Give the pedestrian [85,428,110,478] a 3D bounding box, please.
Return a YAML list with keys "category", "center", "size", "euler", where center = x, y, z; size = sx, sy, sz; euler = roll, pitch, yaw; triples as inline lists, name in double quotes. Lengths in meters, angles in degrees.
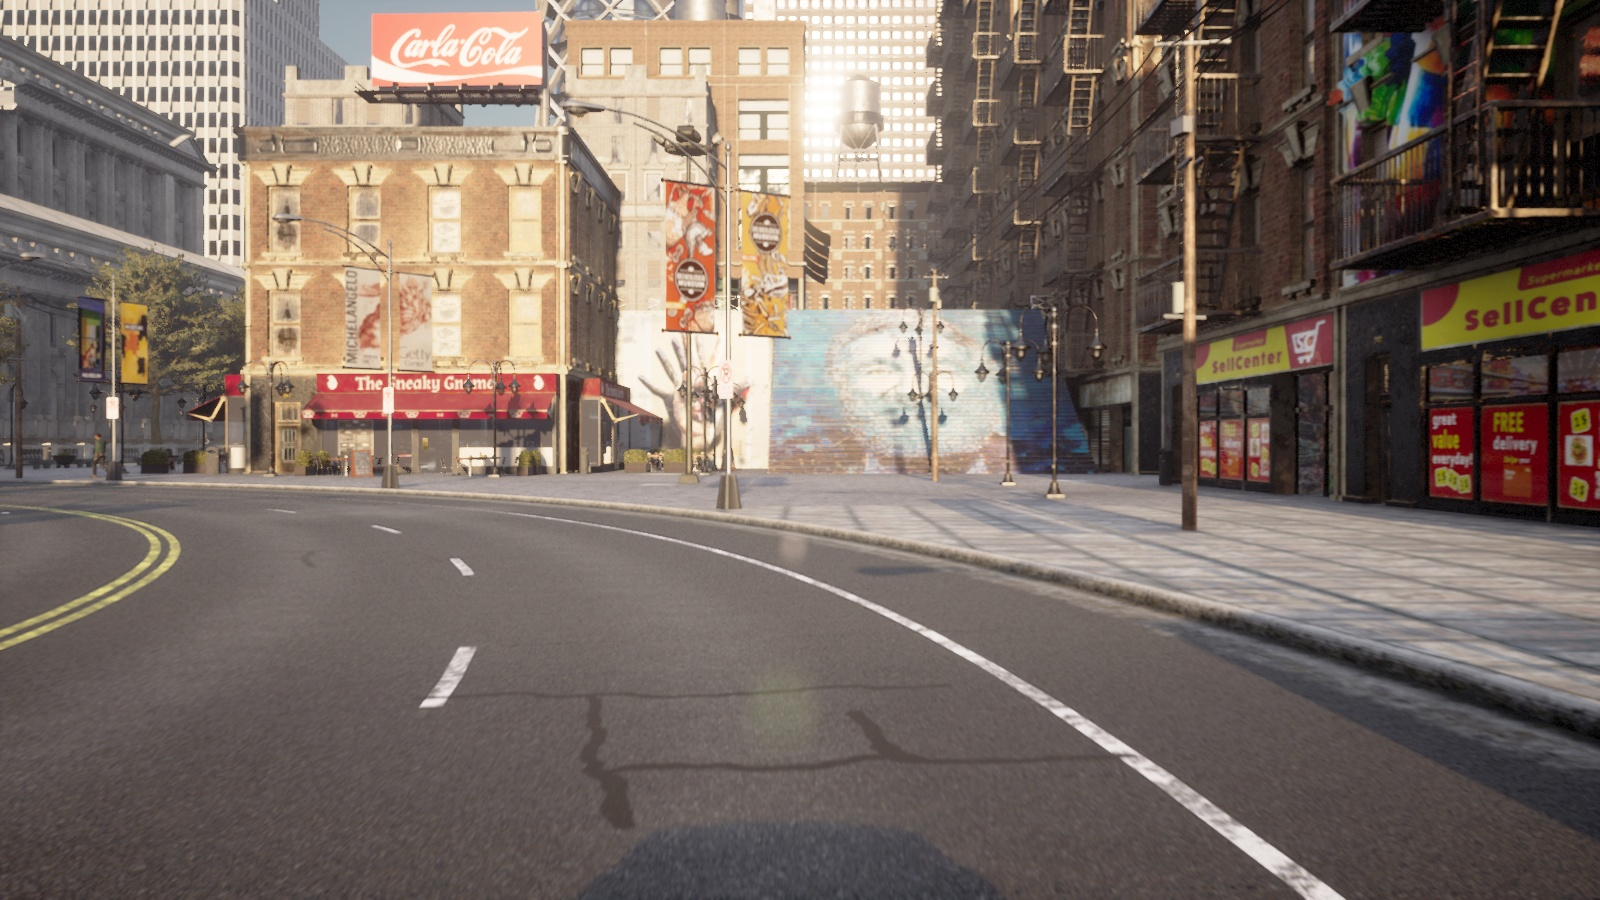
- category: "pedestrian"
  center: [-27.244, 0.114, 48.726]
  size: [0.788, 1.949, 0.423]
  euler: [0, 0, 17]
